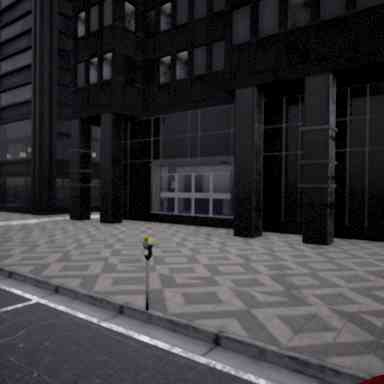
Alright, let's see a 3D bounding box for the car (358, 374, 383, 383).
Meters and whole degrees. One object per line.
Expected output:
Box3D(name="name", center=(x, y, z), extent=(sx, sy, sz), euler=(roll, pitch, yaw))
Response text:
Box3D(name="car", center=(2.765, 1.567, 0.987), extent=(4.507, 1.381, 1.887), euler=(1, 1, 36))
